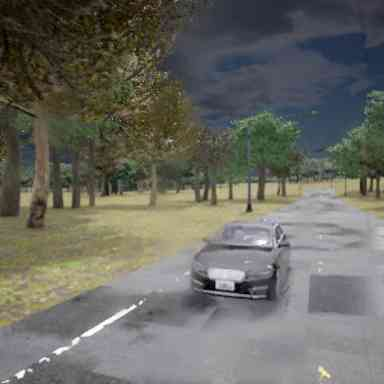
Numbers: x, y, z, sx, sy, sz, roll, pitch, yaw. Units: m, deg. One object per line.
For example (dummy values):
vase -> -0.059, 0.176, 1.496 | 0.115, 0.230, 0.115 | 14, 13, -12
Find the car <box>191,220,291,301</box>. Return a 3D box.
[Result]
car -> 1.496, 1.526, 8.648 | 2.128, 1.511, 4.902 | 0, 0, 21
